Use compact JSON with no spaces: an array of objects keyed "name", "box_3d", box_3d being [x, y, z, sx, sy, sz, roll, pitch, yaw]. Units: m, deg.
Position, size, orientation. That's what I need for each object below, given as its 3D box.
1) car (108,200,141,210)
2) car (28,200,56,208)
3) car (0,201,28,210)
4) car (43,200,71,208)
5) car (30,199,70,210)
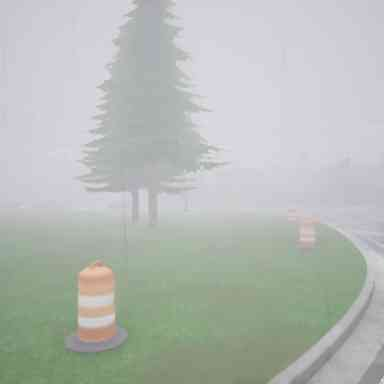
[{"name":"car","box_3d":[-9.802,1.877,48.191,4.902,1.511,2.128,-1,0,17]},{"name":"car","box_3d":[-27.575,2.248,61.163,4.674,1.442,1.812,-1,0,18]},{"name":"car","box_3d":[-29.288,2.208,54.350,4.902,1.511,2.128,-1,0,18]},{"name":"car","box_3d":[-26.079,2.222,64.354,4.892,1.490,1.837,0,0,18]},{"name":"car","box_3d":[-22.290,2.090,52.205,4.902,1.511,2.128,-1,0,18]}]
